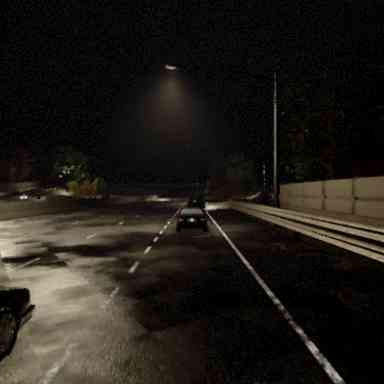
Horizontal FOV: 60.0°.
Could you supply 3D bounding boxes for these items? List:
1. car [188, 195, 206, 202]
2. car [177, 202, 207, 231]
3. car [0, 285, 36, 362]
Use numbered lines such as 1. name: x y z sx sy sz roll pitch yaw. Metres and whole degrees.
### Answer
1. car: 0.747 1.389 47.613 2.150 2.045 5.566 0 0 8
2. car: -0.006 1.617 20.929 2.033 1.411 5.357 0 0 0
3. car: -3.401 1.556 2.816 2.033 1.411 5.357 0 0 0
